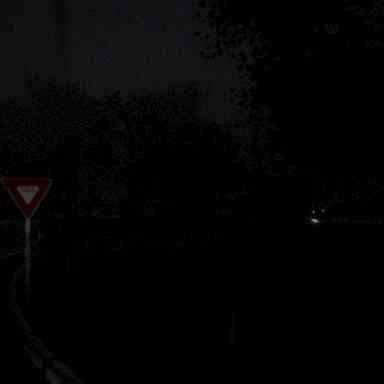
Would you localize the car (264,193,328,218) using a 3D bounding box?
[{"bbox_3d":[8.669,1.124,28.196,2.150,2.045,5.566,0,-1,-35],"label":"car"}]

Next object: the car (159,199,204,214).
[{"bbox_3d":[-0.892,1.445,34.648,5.008,1.535,1.882,-1,0,-6],"label":"car"}]
